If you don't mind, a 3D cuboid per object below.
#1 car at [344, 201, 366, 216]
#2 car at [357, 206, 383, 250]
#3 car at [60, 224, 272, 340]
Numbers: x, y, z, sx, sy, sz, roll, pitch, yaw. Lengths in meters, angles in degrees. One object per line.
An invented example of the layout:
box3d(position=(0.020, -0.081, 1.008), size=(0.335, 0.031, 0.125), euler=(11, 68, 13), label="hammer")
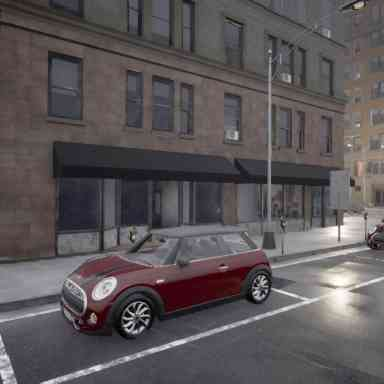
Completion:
box3d(position=(14.424, 1.414, 32.191), size=(2.128, 1.511, 4.902), euler=(1, 0, -36), label="car")
box3d(position=(8.561, 1.445, 12.898), size=(4.097, 1.590, 1.967), euler=(0, 0, -36), label="car")
box3d(position=(-0.370, 1.441, 6.500), size=(4.097, 1.590, 1.967), euler=(0, 0, -36), label="car")
